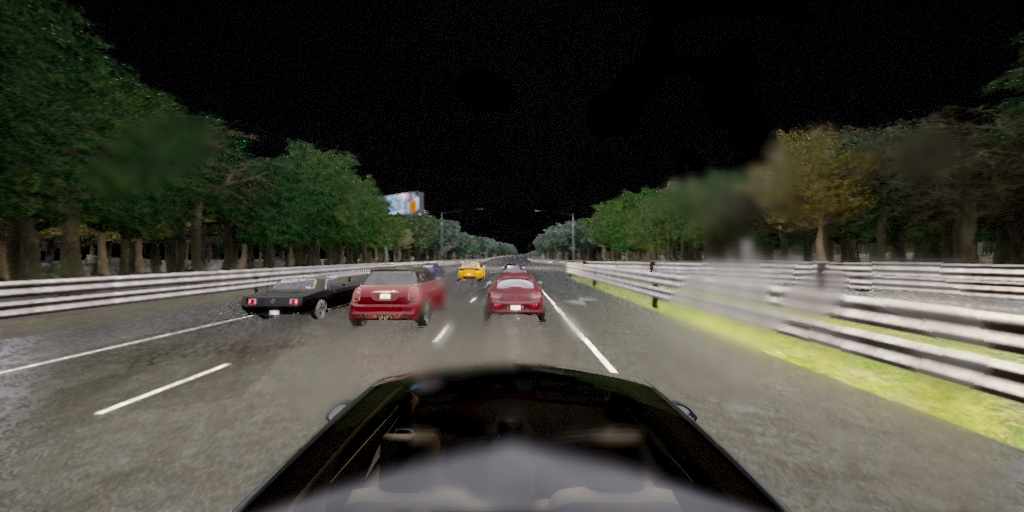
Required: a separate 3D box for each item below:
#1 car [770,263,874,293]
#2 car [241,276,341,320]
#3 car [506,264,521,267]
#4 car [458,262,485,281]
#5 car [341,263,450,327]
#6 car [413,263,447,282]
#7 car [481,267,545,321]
[{"bbox_3d":[15.890,1.062,18.579,1.994,1.385,4.181,0,0,-16],"label":"car"},{"bbox_3d":[-6.903,1.361,12.640,1.895,1.301,4.718,0,0,0],"label":"car"},{"bbox_3d":[0.109,1.368,29.727,1.994,1.385,4.181,0,0,0],"label":"car"},{"bbox_3d":[-3.390,1.285,30.775,1.882,1.535,5.008,0,0,0],"label":"car"},{"bbox_3d":[-3.397,1.111,11.735,2.097,1.767,4.553,0,0,0],"label":"car"},{"bbox_3d":[-6.877,1.332,30.421,1.812,1.442,4.674,0,0,0],"label":"car"},{"bbox_3d":[0.102,1.286,12.345,1.812,1.442,4.674,0,0,0],"label":"car"}]
